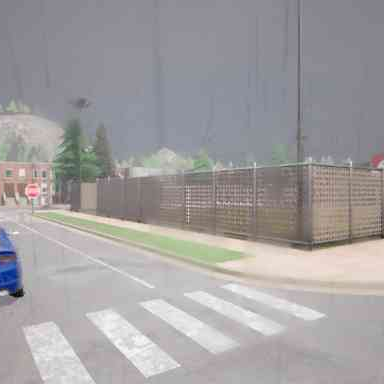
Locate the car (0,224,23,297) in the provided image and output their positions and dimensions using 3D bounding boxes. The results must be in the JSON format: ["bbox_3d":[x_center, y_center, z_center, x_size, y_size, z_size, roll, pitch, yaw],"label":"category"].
[{"bbox_3d":[-5.216,1.481,7.925,1.882,1.535,5.008,-3,1,-30],"label":"car"}]
